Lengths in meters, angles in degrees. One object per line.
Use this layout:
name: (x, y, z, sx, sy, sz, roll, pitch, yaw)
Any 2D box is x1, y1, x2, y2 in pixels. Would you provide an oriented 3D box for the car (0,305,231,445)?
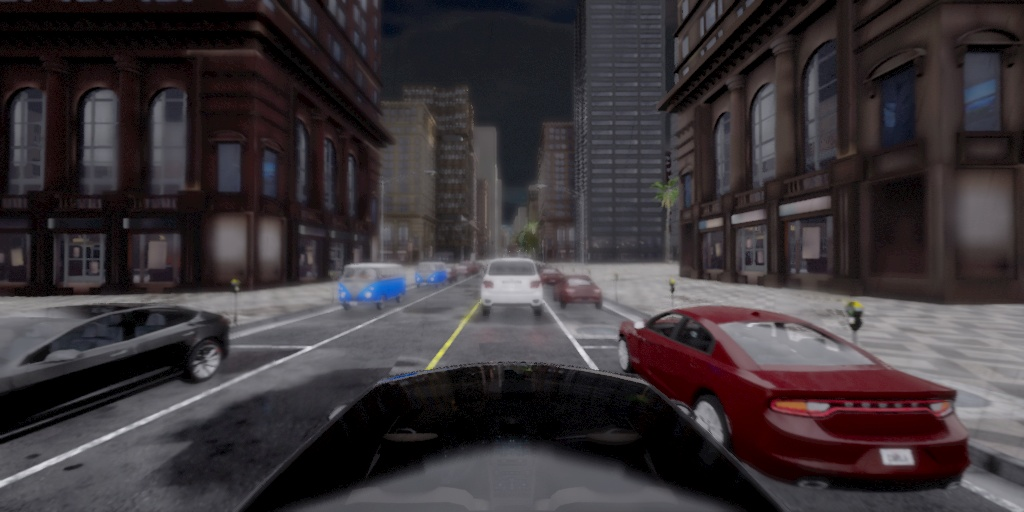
car: (-5.763, 1.344, 4.525, 1.948, 1.339, 4.313, 0, 0, 0)

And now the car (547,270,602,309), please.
car: (2.761, 1.473, 15.593, 1.802, 1.307, 4.207, 0, 0, 0)

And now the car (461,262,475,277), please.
car: (-5.767, 1.740, 41.628, 1.802, 1.307, 4.207, 0, 0, 0)

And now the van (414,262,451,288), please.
van: (-5.765, 1.336, 25.726, 1.690, 1.789, 3.998, 0, 0, 0)

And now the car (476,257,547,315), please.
car: (0.006, 1.104, 14.432, 2.150, 2.045, 5.566, 0, 0, 0)

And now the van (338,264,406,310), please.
van: (-5.764, 1.227, 15.126, 1.690, 1.789, 3.998, 0, 0, 0)

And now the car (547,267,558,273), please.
car: (2.759, 1.547, 26.390, 1.888, 1.381, 4.507, 0, 0, 0)

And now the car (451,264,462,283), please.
car: (-5.766, 1.632, 31.027, 1.802, 1.307, 4.207, 0, 0, 0)

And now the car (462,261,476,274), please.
car: (-5.768, 1.525, 46.929, 2.192, 1.841, 5.009, 0, 0, 0)

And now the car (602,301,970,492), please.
car: (2.762, 1.326, 4.795, 1.888, 1.381, 4.507, 0, 0, 0)
